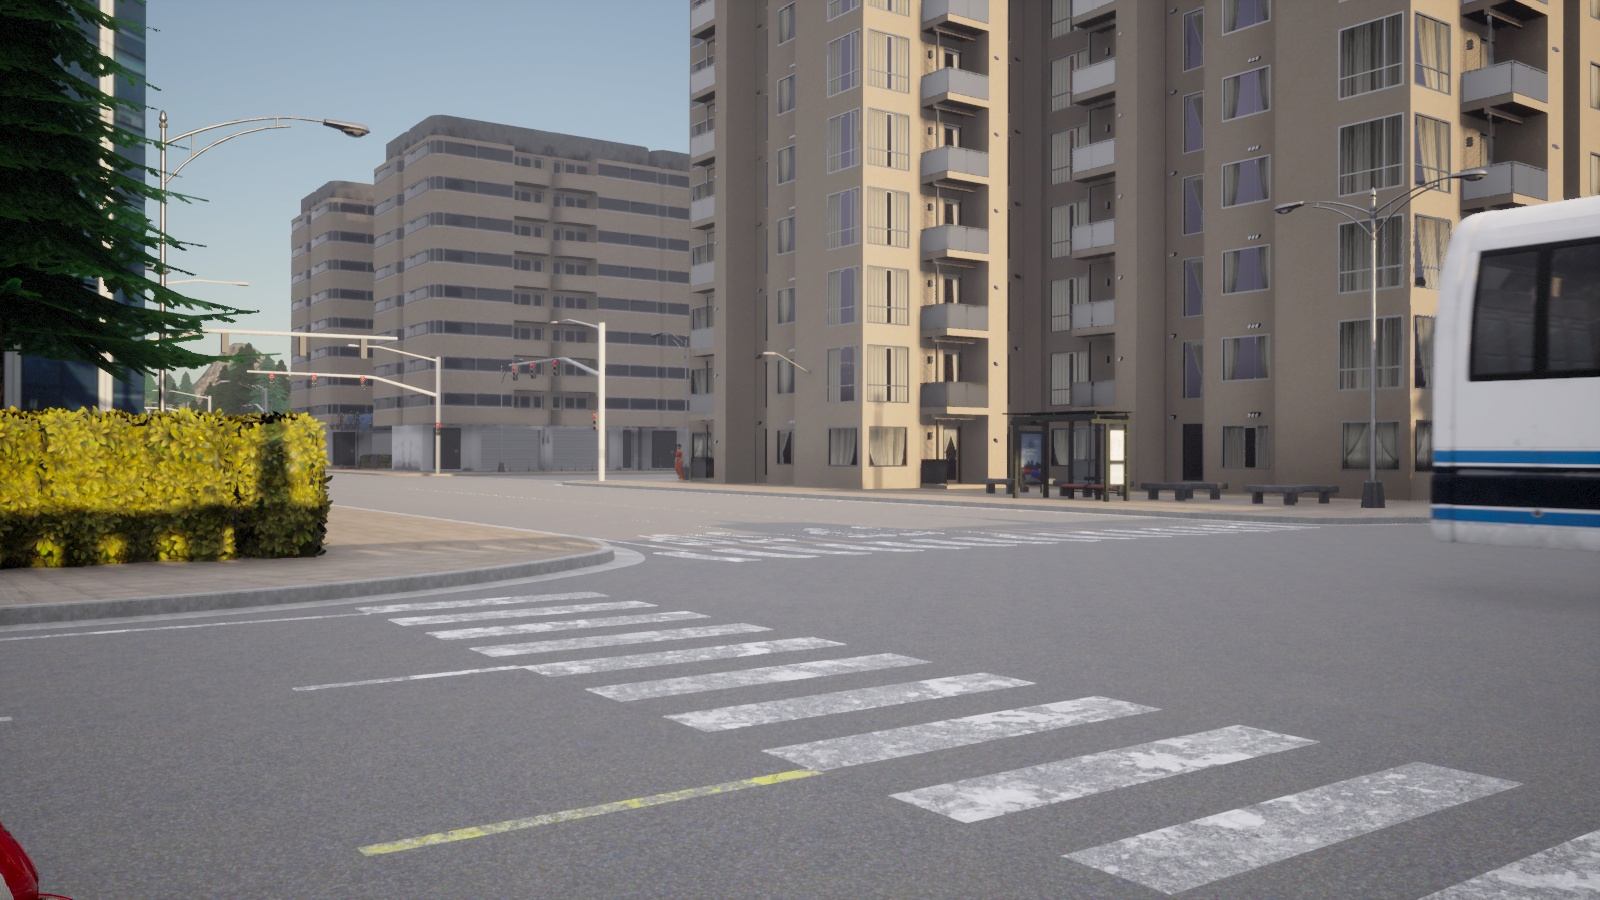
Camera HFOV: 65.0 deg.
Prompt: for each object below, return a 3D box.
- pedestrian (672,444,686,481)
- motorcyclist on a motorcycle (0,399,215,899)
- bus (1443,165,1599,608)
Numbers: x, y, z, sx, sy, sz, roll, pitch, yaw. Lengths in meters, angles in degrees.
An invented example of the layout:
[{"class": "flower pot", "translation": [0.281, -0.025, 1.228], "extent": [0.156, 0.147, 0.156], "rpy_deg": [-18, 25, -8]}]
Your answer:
[{"class": "pedestrian", "translation": [-5.997, 0.624, 62.312], "extent": [0.345, 1.836, 0.594], "rpy_deg": [0, 0, 44]}, {"class": "motorcyclist on a motorcycle", "translation": [-2.100, 0.708, 2.209], "extent": [1.817, 1.590, 0.866], "rpy_deg": [0, 0, -35]}, {"class": "bus", "translation": [11.375, -0.615, 10.227], "extent": [3.944, 4.253, 10.273], "rpy_deg": [0, 0, -35]}]
